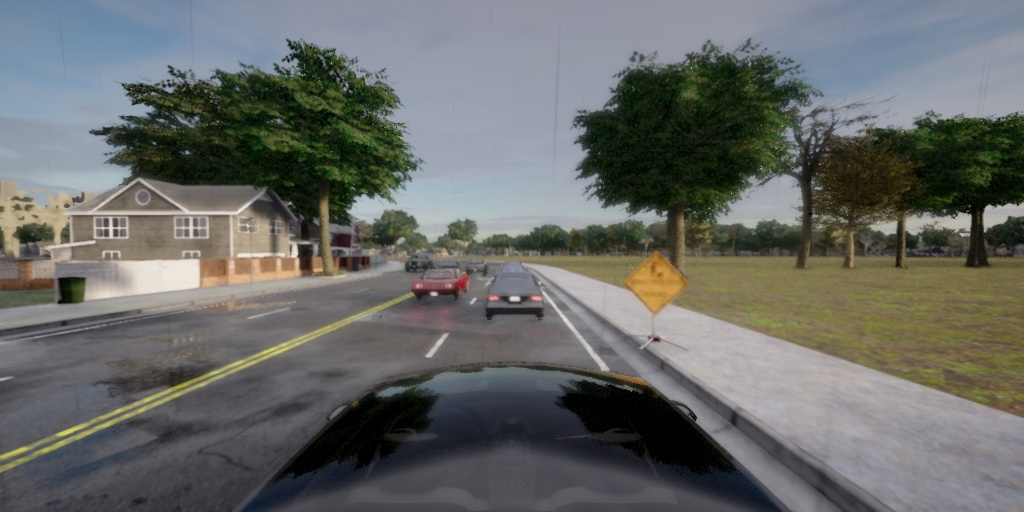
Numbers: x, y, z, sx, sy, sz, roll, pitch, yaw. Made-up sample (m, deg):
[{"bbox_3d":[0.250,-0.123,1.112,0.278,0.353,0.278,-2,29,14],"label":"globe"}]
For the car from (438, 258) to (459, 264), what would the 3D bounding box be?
[{"bbox_3d":[-6.745,0.974,38.687,1.837,1.490,4.892,0,0,-2],"label":"car"}]

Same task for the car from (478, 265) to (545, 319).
[{"bbox_3d":[0.080,1.218,12.444,2.033,1.411,5.357,0,0,0],"label":"car"}]

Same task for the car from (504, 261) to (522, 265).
[{"bbox_3d":[0.081,1.094,28.760,2.033,1.411,5.357,0,0,0],"label":"car"}]

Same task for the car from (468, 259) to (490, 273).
[{"bbox_3d":[-3.164,1.001,33.524,2.128,1.511,4.902,0,0,0],"label":"car"}]

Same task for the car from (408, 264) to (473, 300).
[{"bbox_3d":[-3.161,1.238,16.831,1.895,1.301,4.718,0,0,0],"label":"car"}]

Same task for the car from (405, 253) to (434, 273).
[{"bbox_3d":[-9.961,0.689,39.046,2.150,2.045,5.566,0,0,-2],"label":"car"}]

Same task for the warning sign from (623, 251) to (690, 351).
[{"bbox_3d":[2.849,0.825,7.196,1.300,1.860,1.060,0,0,0],"label":"warning sign"}]
